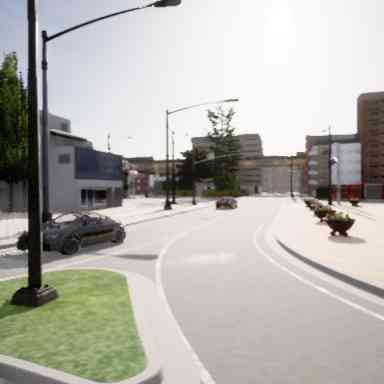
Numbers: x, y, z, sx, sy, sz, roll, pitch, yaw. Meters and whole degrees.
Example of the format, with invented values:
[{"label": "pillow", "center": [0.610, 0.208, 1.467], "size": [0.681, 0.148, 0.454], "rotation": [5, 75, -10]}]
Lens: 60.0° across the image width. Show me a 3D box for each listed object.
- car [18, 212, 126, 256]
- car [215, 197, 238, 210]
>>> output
[{"label": "car", "center": [-4.470, 1.479, 12.958], "size": [1.994, 1.385, 4.181], "rotation": [0, 1, 26]}, {"label": "car", "center": [3.925, 1.255, 37.873], "size": [1.895, 1.301, 4.718], "rotation": [0, 0, 17]}]
